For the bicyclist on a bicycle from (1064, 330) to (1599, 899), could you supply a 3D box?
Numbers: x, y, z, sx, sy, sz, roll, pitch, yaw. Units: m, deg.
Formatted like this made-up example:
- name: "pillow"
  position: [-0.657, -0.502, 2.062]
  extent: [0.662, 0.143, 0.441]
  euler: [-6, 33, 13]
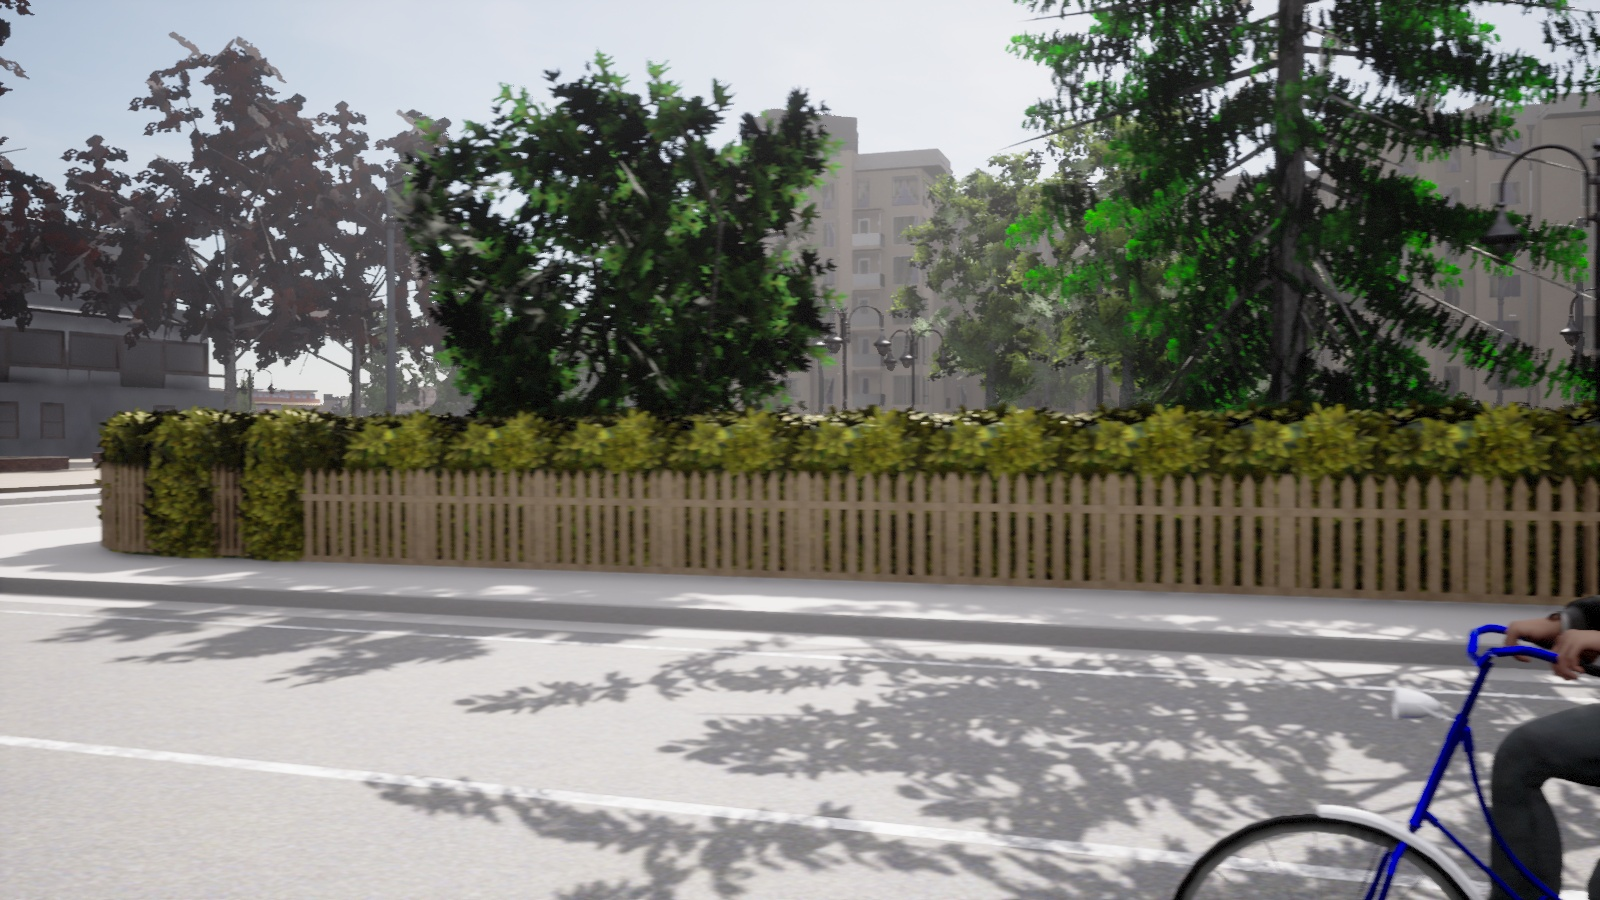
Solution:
- name: "bicyclist on a bicycle"
  position: [1.539, 0.661, 2.671]
  extent: [1.843, 1.776, 0.659]
  euler: [1, 1, 18]
